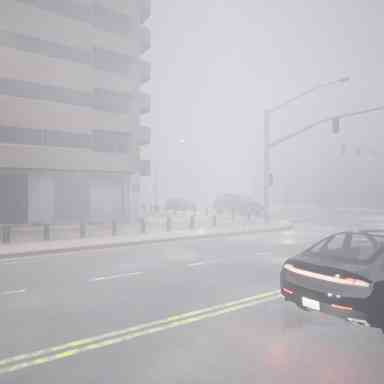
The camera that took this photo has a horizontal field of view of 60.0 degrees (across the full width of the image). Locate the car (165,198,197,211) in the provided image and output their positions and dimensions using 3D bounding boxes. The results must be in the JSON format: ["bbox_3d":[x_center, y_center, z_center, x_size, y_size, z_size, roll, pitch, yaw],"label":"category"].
[{"bbox_3d":[-1.382,1.422,40.445,1.882,1.535,5.008,0,0,-35],"label":"car"}]

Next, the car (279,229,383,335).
[{"bbox_3d":[3.813,1.492,6.463,4.902,1.511,2.128,0,0,-35],"label":"car"}]

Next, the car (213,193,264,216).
[{"bbox_3d":[4.351,1.166,32.252,2.150,2.045,5.566,0,0,-35],"label":"car"}]
